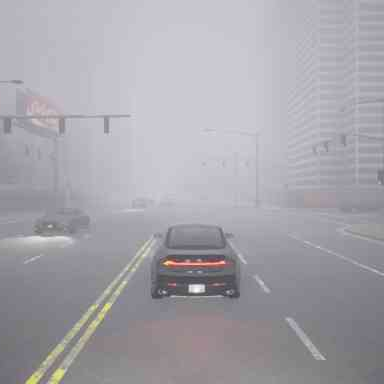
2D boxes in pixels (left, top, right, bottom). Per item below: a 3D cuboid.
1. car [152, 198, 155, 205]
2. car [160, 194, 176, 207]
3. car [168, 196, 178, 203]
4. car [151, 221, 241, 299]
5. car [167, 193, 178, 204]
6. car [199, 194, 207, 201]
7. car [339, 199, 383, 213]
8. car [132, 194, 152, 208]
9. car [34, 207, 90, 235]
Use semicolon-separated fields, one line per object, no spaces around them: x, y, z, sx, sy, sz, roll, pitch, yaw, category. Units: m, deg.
-7.449;1.601;57.006;1.895;1.301;4.718;0;0;0;car
-3.911;1.526;51.719;1.812;1.442;4.674;0;0;0;car
-3.962;1.595;71.344;1.895;1.301;4.718;0;0;0;car
0.056;1.505;8.462;1.837;1.490;4.892;0;0;-1;car
-3.959;1.221;61.298;2.150;2.045;5.566;0;0;0;car
2.924;1.355;88.718;2.097;1.767;4.553;0;0;0;car
18.448;1.477;35.673;5.008;1.535;1.882;0;0;-1;car
-7.409;1.491;47.742;2.128;1.511;4.902;0;0;0;car
-7.223;1.564;18.841;1.994;1.385;4.181;0;0;-1;car
